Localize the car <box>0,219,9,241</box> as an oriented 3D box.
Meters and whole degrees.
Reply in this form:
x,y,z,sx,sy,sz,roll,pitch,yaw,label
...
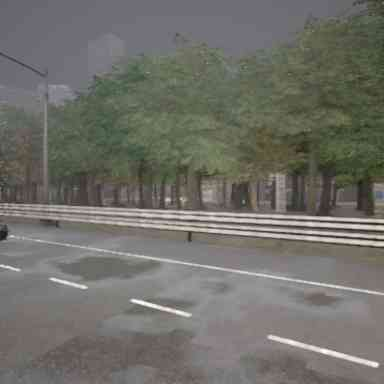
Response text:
x,y,z,sx,sy,sz,roll,pitch,yaw,label
-10.423,1.568,15.600,4.181,1.385,1.994,0,0,35,car
